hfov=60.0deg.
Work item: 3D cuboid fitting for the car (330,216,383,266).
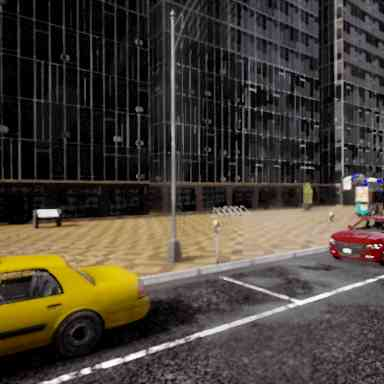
[{"bbox_3d":[6.421,1.480,11.136,4.507,1.381,1.887,0,0,-35],"label":"car"}]

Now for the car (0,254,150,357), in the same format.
[{"bbox_3d":[-2.949,1.525,4.458,4.829,1.417,1.752,0,0,-35],"label":"car"}]
